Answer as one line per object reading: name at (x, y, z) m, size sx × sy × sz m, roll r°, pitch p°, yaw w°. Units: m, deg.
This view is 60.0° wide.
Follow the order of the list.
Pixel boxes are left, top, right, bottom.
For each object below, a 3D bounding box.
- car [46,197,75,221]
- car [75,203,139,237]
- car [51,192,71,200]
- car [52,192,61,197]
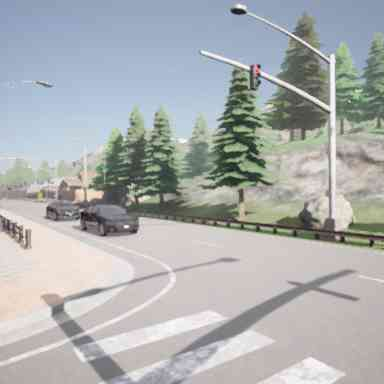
car at (-10.253, 1.420, 26.402) m, size 1.837 × 1.490 × 4.892 m, roll -1°, pitch 1°, yaw -34°
car at (-4.564, 1.397, 18.062) m, size 1.882 × 1.535 × 5.008 m, roll -1°, pitch 1°, yaw -34°
car at (-30.313, 0.873, 76.999) m, size 3.866 × 1.878 × 1.905 m, roll -1°, pitch 1°, yaw -35°
car at (-28.553, 0.866, 75.162) m, size 4.605 × 1.855 × 1.932 m, roll -1°, pitch 1°, yaw -35°
